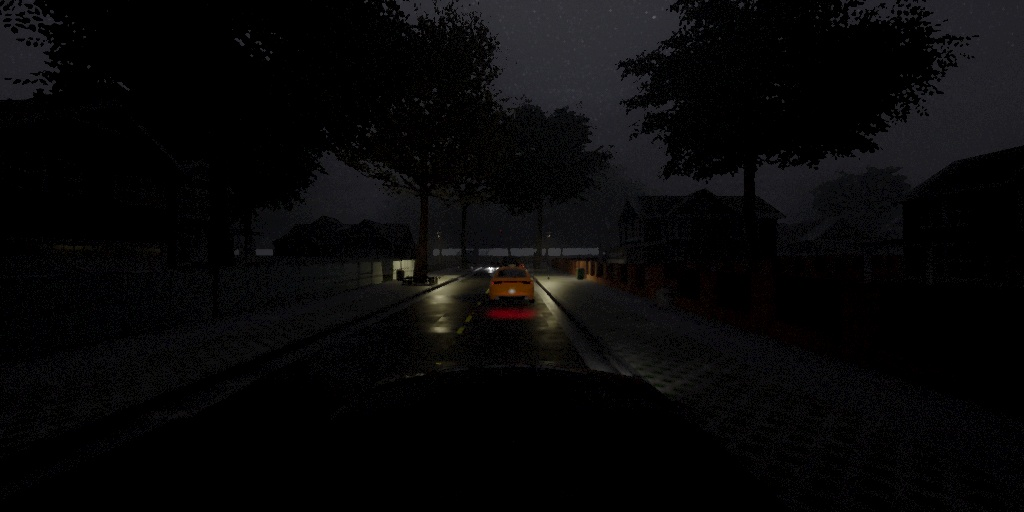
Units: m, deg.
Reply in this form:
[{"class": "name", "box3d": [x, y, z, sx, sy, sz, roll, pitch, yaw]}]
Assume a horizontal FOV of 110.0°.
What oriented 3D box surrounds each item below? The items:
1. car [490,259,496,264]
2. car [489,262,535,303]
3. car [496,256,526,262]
[{"class": "car", "box3d": [-2.750, 1.218, 60.472, 1.895, 1.301, 4.718, 0, 0, 0]}, {"class": "car", "box3d": [0.000, 1.231, 16.500, 1.882, 1.535, 5.008, 0, 0, 0]}, {"class": "car", "box3d": [0.000, 0.976, 31.530, 2.150, 2.045, 5.566, 0, 0, 0]}]
